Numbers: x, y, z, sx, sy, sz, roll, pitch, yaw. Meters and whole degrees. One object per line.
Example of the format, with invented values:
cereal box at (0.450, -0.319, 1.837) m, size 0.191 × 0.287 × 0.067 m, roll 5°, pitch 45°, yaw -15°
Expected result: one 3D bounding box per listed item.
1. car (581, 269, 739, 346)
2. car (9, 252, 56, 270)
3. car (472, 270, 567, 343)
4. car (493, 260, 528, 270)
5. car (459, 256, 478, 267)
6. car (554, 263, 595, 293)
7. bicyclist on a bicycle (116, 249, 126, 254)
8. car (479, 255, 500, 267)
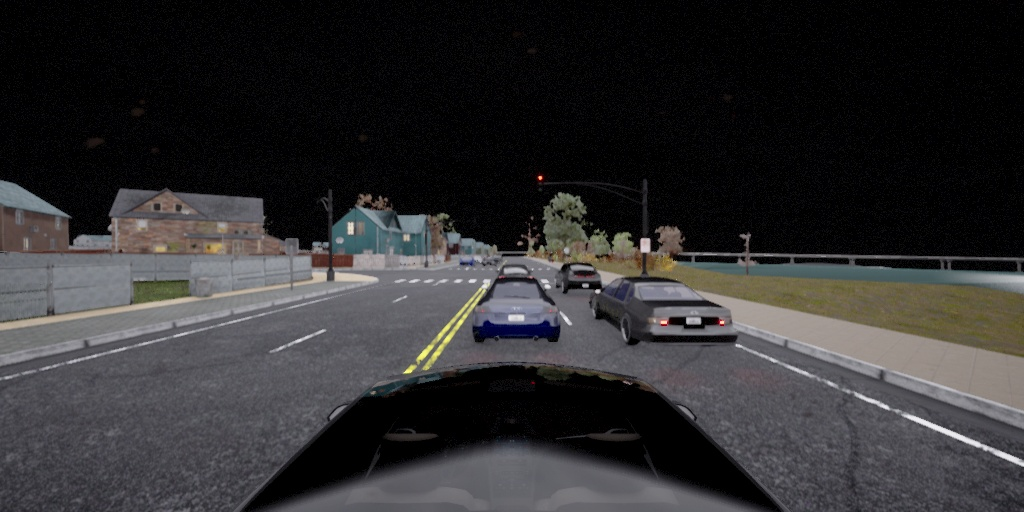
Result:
car at (3.365, 1.227, 9.157) m, size 2.033 × 1.411 × 5.357 m, roll 0°, pitch 1°, yaw 0°
car at (-28.088, 0.532, 20.995) m, size 4.902 × 1.511 × 2.128 m, roll 1°, pitch 0°, yaw -35°
car at (0.108, 1.240, 9.469) m, size 1.994 × 1.385 × 4.181 m, roll 0°, pitch 1°, yaw 0°
car at (0.113, 1.120, 18.211) m, size 1.812 × 1.442 × 4.674 m, roll 0°, pitch 1°, yaw -2°
car at (-6.496, 0.779, 52.182) m, size 1.882 × 1.535 × 5.008 m, roll 0°, pitch 0°, yaw 0°
car at (3.379, 1.093, 18.902) m, size 1.837 × 1.490 × 4.892 m, roll 0°, pitch 1°, yaw 0°
bicyclist on a bicycle at (-29.572, 0.304, 27.127) m, size 0.582 × 1.620 × 1.656 m, roll 1°, pitch 1°, yaw -35°
car at (-3.245, 0.866, 52.071) m, size 1.994 × 1.385 × 4.181 m, roll 0°, pitch 0°, yaw 0°
